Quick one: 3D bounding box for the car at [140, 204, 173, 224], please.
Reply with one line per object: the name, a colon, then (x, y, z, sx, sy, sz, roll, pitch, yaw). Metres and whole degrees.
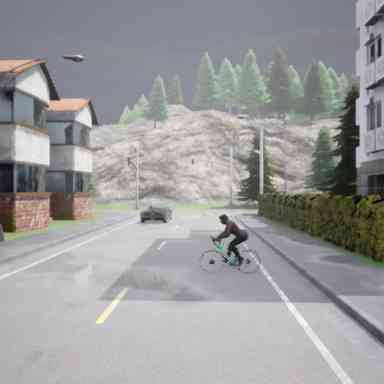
car: (-2.611, 1.594, 25.036, 1.895, 1.301, 4.718, 0, 0, 3)

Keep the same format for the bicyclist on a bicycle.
bicyclist on a bicycle: (1.025, 1.436, 9.000, 1.656, 1.620, 0.582, 0, 0, 2)
